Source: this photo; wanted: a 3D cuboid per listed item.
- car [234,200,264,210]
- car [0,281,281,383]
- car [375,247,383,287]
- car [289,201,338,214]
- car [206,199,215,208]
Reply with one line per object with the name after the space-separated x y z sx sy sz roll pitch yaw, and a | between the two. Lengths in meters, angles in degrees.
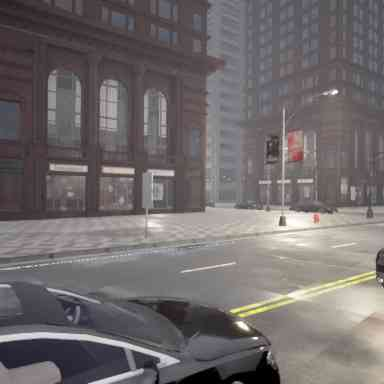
7.710 1.793 45.283 1.994 1.385 4.181 1 -1 -35 | car
-1.395 1.492 2.444 4.902 1.511 2.128 0 0 -36 | car
6.218 1.518 7.868 4.892 1.490 1.837 0 0 -35 | car
13.468 1.731 37.182 2.033 1.411 5.357 1 -1 -35 | car
1.680 1.754 53.774 1.882 1.535 5.008 1 -1 -35 | car
